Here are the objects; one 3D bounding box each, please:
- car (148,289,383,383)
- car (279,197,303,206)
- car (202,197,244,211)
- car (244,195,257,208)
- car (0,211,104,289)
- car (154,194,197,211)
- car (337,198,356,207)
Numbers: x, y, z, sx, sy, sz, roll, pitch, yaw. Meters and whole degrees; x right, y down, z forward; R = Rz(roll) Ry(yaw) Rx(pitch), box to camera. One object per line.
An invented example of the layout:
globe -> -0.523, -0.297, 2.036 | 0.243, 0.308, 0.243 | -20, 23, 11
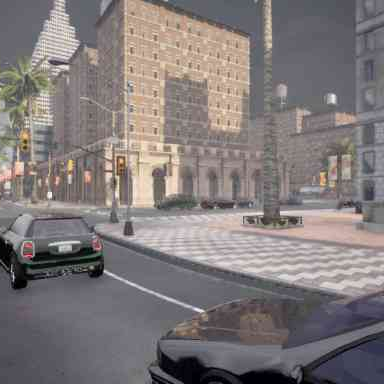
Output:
car -> 2.135, 1.547, 2.552 | 5.357, 1.411, 2.033 | 0, 0, 37
car -> 15.432, 1.547, 53.358 | 5.357, 1.411, 2.033 | 0, 0, -32
car -> 3.543, 1.477, 41.170 | 5.008, 1.535, 1.882 | 0, 0, -33
car -> 6.669, 1.505, 47.633 | 4.892, 1.490, 1.837 | 0, 0, -33
car -> -4.247, 1.352, 9.553 | 2.097, 1.767, 4.553 | 0, 0, -36
car -> -2.037, 1.221, 41.942 | 5.566, 2.045, 2.150 | 0, 0, -33
car -> 24.177, 1.601, 50.529 | 4.718, 1.301, 1.895 | 0, 0, -34
